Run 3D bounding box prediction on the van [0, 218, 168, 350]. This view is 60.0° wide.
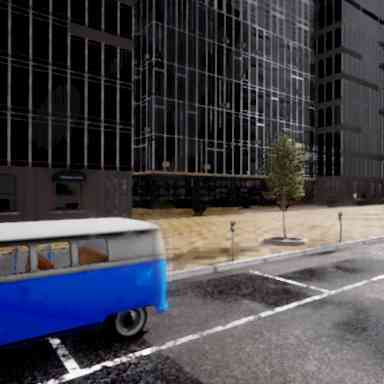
[{"bbox_3d":[-2.291,1.336,4.913,3.998,1.788,1.690,0,1,-36],"label":"van"}]
